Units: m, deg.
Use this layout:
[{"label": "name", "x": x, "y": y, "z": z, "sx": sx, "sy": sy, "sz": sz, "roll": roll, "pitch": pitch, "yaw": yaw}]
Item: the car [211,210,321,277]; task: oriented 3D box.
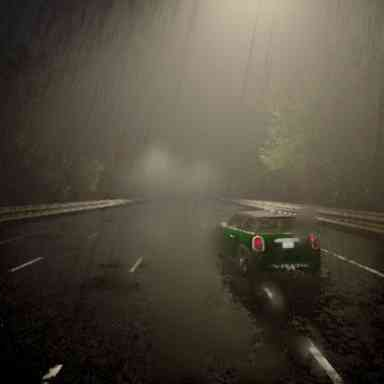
[{"label": "car", "x": 2.079, "y": 1.384, "z": 10.653, "sx": 2.097, "sy": 1.767, "sz": 4.553, "roll": 0, "pitch": 0, "yaw": -11}]
